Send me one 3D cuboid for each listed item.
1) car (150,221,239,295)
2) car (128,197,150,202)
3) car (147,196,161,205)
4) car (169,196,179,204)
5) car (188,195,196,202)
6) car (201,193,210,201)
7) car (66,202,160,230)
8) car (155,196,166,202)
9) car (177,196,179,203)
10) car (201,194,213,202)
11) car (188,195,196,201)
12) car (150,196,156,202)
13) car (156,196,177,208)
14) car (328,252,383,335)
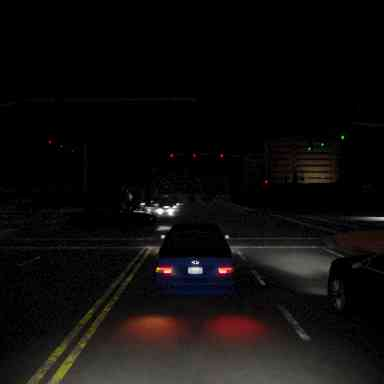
[{"bbox_3d":[0.077,1.547,8.868,2.033,1.411,5.357,0,0,0],"label":"car"},{"bbox_3d":[-7.170,1.547,42.314,2.033,1.411,5.357,0,0,2],"label":"car"},{"bbox_3d":[-7.101,1.548,62.595,2.033,1.411,5.357,0,0,0],"label":"car"},{"bbox_3d":[-3.566,1.505,66.926,1.837,1.490,4.892,0,0,0],"label":"car"},{"bbox_3d":[-0.050,1.531,74.368,2.033,1.411,5.357,0,0,0],"label":"car"},{"bbox_3d":[3.443,1.228,84.616,2.097,1.767,4.553,0,0,0],"label":"car"},{"bbox_3d":[-4.957,1.547,20.738,5.357,1.411,2.033,0,0,0],"label":"car"},{"bbox_3d":[-7.050,1.548,75.008,1.994,1.385,4.181,0,0,0],"label":"car"},{"bbox_3d":[-3.622,1.492,56.880,2.128,1.511,4.902,0,0,0],"label":"car"},{"bbox_3d":[3.450,1.344,74.660,2.097,1.767,4.553,0,0,0],"label":"car"},{"bbox_3d":[-0.057,1.425,84.641,1.994,1.385,4.181,0,0,0],"label":"car"},{"bbox_3d":[-7.128,1.505,51.956,1.837,1.490,4.892,0,0,0],"label":"car"},{"bbox_3d":[-3.630,1.601,47.563,1.895,1.301,4.718,0,0,0],"label":"car"},{"bbox_3d":[3.560,1.491,4.624,2.128,1.511,4.902,0,0,0],"label":"car"}]
